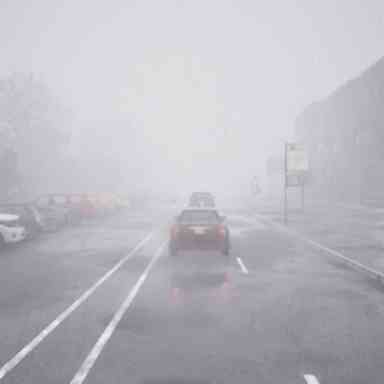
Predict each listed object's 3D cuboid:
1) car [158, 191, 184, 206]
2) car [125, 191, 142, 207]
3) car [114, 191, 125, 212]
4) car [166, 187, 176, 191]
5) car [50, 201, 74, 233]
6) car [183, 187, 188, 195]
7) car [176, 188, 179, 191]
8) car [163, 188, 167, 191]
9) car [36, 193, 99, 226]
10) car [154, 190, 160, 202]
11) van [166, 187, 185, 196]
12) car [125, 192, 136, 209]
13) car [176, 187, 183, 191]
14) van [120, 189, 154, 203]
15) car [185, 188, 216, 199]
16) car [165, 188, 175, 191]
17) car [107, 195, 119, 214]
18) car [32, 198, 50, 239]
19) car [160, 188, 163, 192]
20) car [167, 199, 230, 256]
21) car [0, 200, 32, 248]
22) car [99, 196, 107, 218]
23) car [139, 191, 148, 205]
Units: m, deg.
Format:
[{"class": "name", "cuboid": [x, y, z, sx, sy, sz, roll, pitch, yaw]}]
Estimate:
[{"class": "car", "cuboid": [-2.651, 0.958, 43.321, 2.033, 1.411, 5.357, 0, 1, 4]}, {"class": "car", "cuboid": [-8.338, 1.066, 36.030, 5.008, 1.535, 2.097, -1, 2, -17]}, {"class": "car", "cuboid": [-8.686, 1.079, 30.094, 4.553, 1.767, 2.185, -1, 1, -17]}, {"class": "car", "cuboid": [-6.061, 0.283, 65.651, 4.553, 1.767, 2.185, -1, 1, -15]}, {"class": "car", "cuboid": [-9.161, 1.457, 18.205, 4.792, 1.488, 2.163, -1, 1, -18]}, {"class": "car", "cuboid": [-4.340, 0.108, 80.462, 5.366, 1.575, 1.946, -1, 1, -14]}, {"class": "car", "cuboid": [-5.805, 0.389, 68.610, 4.674, 1.452, 2.002, -1, 1, -14]}, {"class": "car", "cuboid": [-7.129, 0.662, 53.812, 5.008, 1.535, 2.097, -1, 2, -16]}, {"class": "car", "cuboid": [-9.062, 1.135, 21.174, 5.566, 2.045, 2.435, -1, 1, -18]}, {"class": "car", "cuboid": [-7.594, 0.793, 47.894, 5.008, 1.535, 2.097, -1, 1, -16]}, {"class": "van", "cuboid": [-4.061, -0.169, 83.393, 4.442, 1.987, 1.878, -1, 1, -13]}, {"class": "car", "cuboid": [-8.683, 1.136, 33.011, 5.366, 1.575, 1.946, -1, 2, -17]}, {"class": "car", "cuboid": [-5.530, 0.038, 71.546, 5.566, 2.045, 2.435, -1, 1, -14]}, {"class": "van", "cuboid": [-7.908, 0.638, 44.883, 4.442, 1.987, 1.878, -1, 2, -16]}, {"class": "car", "cuboid": [0.876, 0.969, 28.918, 2.150, 2.045, 5.566, 0, 1, 3]}, {"class": "car", "cuboid": [-6.380, 0.472, 62.697, 4.892, 1.521, 2.231, -1, 1, -15]}, {"class": "car", "cuboid": [-8.788, 1.272, 27.132, 5.008, 1.535, 2.097, -1, 2, -18]}, {"class": "car", "cuboid": [-9.196, 1.333, 15.254, 4.553, 1.767, 2.185, -1, 1, -19]}, {"class": "car", "cuboid": [-7.335, 0.601, 50.852, 4.553, 1.767, 2.185, -1, 2, -16]}, {"class": "car", "cuboid": [0.312, 1.347, 13.341, 2.097, 1.767, 4.553, 0, 0, 2]}, {"class": "car", "cuboid": [-9.279, 1.228, 12.284, 5.566, 2.045, 2.435, -1, 0, -19]}, {"class": "car", "cuboid": [-8.927, 1.335, 24.166, 4.892, 1.521, 2.231, -1, 1, -18]}, {"class": "car", "cuboid": [-8.181, 0.998, 39.004, 5.008, 1.535, 2.097, -1, 1, -17]}]
